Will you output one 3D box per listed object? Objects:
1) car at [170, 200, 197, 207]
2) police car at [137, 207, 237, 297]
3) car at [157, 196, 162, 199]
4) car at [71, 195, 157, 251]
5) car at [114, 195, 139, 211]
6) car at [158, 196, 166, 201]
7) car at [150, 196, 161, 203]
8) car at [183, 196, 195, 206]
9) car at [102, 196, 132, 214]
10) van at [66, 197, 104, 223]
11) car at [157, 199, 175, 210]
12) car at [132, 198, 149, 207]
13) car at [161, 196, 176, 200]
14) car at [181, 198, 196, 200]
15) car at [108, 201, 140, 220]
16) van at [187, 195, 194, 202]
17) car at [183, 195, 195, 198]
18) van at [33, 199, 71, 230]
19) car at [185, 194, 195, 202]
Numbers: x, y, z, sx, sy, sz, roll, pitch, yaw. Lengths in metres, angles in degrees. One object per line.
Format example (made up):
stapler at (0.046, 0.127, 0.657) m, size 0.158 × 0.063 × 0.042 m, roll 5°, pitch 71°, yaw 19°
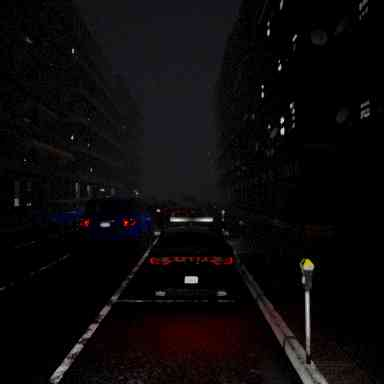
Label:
car at (-0.437, 1.572, 26.224) m, size 1.887 × 1.381 × 4.507 m, roll 1°, pitch 0°, yaw 0°
police car at (-0.012, 1.430, 8.763) m, size 1.930 × 1.638 × 5.238 m, roll 0°, pitch 0°, yaw 0°
car at (-8.314, 1.470, 70.528) m, size 2.192 × 1.841 × 5.009 m, roll 1°, pitch 0°, yaw 0°
car at (-3.021, 1.233, 14.276) m, size 2.150 × 2.045 × 5.566 m, roll 0°, pitch 0°, yaw 0°
car at (-8.312, 1.379, 42.876) m, size 2.192 × 1.841 × 5.009 m, roll 1°, pitch 0°, yaw 0°
car at (-8.322, 1.846, 92.652) m, size 1.802 × 1.307 × 4.206 m, roll 1°, pitch 0°, yaw 0°
car at (-8.320, 1.725, 76.059) m, size 1.887 × 1.381 × 4.507 m, roll 1°, pitch 0°, yaw 0°
car at (-0.470, 1.553, 59.411) m, size 1.967 × 1.590 × 4.097 m, roll 1°, pitch 0°, yaw 0°
car at (-8.312, 1.365, 37.346) m, size 2.192 × 1.841 × 5.009 m, roll 1°, pitch 0°, yaw 0°
van at (-8.312, 1.368, 26.285) m, size 1.690 × 1.788 × 3.998 m, roll 1°, pitch 0°, yaw 0°
car at (-2.928, 1.600, 31.068) m, size 1.994 × 1.385 × 4.181 m, roll 0°, pitch 0°, yaw 0°
car at (-8.319, 1.660, 53.938) m, size 1.947 × 1.339 × 4.313 m, roll 1°, pitch 0°, yaw 0°
car at (-2.927, 1.599, 46.931) m, size 1.812 × 1.442 × 4.674 m, roll 0°, pitch 0°, yaw 0°
car at (-0.437, 1.582, 31.754) m, size 1.887 × 1.381 × 4.507 m, roll 1°, pitch 0°, yaw 0°
car at (-5.866, 1.558, 29.199) m, size 1.812 × 1.442 × 4.674 m, roll 0°, pitch 0°, yaw 0°
van at (-0.470, 1.575, 87.068) m, size 1.690 × 1.788 × 3.998 m, roll 1°, pitch 0°, yaw 0°
car at (-0.427, 1.490, 37.286) m, size 1.967 × 1.590 × 4.097 m, roll 1°, pitch 0°, yaw 0°
van at (-8.311, 1.358, 20.753) m, size 1.690 × 1.788 × 3.998 m, roll 2°, pitch 0°, yaw 0°
car at (-0.469, 1.521, 81.536) m, size 2.192 × 1.841 × 5.009 m, roll 1°, pitch 0°, yaw 0°
